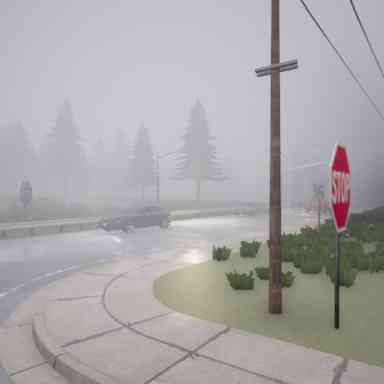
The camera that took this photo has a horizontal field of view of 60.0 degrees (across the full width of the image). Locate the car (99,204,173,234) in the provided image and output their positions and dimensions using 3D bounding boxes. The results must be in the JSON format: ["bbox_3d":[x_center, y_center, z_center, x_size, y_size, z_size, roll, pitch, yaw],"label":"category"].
[{"bbox_3d":[-3.159,1.506,19.485,1.837,1.490,4.892,0,0,37],"label":"car"}]

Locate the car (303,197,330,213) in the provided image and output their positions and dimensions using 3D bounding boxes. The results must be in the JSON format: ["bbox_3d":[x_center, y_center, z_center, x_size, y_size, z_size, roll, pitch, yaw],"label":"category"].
[{"bbox_3d":[14.357,1.351,36.854,2.097,1.767,4.553,0,0,37],"label":"car"}]

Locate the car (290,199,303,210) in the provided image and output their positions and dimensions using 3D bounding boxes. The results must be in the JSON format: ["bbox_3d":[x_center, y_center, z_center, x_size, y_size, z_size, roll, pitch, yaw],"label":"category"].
[{"bbox_3d":[14.212,1.600,42.760,1.895,1.301,4.718,0,0,37],"label":"car"}]

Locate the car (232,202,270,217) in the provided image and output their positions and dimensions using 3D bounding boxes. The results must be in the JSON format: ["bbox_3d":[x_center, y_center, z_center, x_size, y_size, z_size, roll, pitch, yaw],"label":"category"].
[{"bbox_3d":[5.612,1.600,31.282,1.895,1.301,4.718,0,0,37],"label":"car"}]
